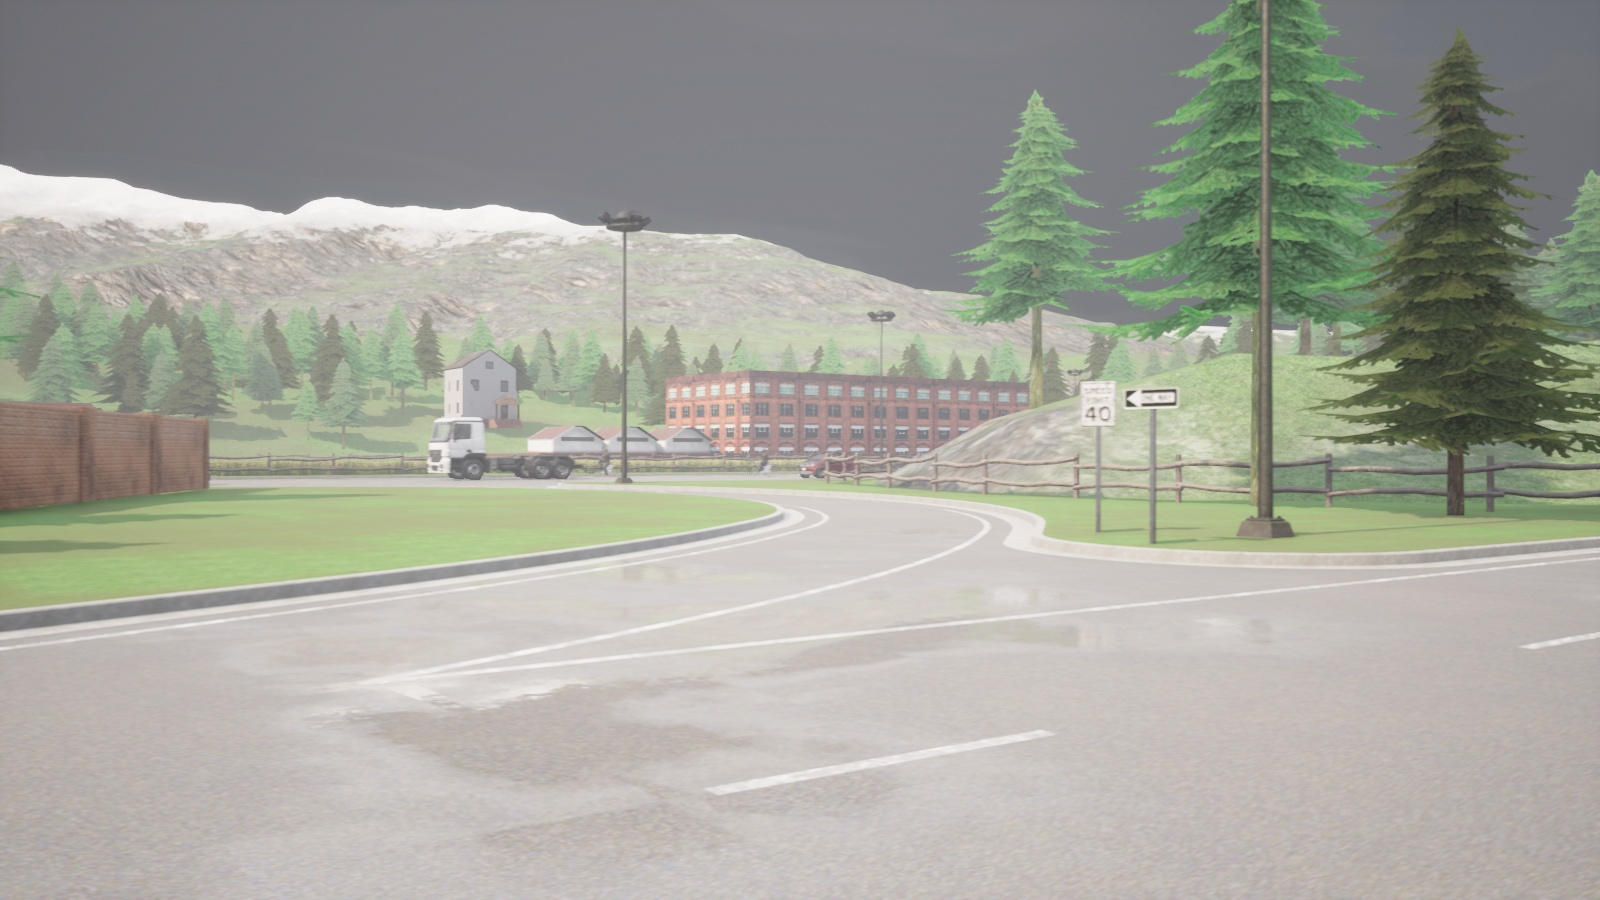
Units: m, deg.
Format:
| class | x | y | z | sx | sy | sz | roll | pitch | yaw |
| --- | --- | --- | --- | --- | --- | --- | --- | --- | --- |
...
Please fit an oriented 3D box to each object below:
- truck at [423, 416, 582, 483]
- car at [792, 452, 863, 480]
| class | x | y | z | sx | sy | sz | roll | pitch | yaw |
| --- | --- | --- | --- | --- | --- | --- | --- | --- | --- |
| truck | -16.211 | -0.034 | 68.672 | 7.936 | 3.462 | 2.891 | 0 | 0 | -35 |
| car | 1.593 | 0.898 | 72.478 | 3.705 | 1.549 | 1.789 | 0 | 0 | -35 |
